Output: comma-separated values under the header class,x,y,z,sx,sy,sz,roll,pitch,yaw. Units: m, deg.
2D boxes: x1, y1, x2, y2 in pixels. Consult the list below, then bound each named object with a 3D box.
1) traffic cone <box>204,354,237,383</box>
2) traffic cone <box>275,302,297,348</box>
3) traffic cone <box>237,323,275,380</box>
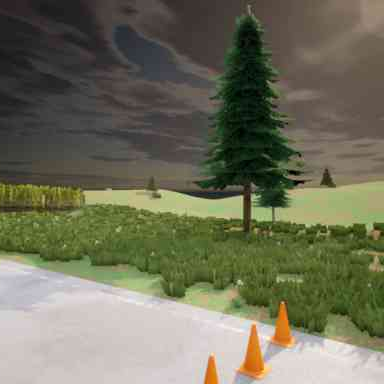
class,x,y,z,sx,sy,sz,roll,pitch,yaw
traffic cone,0.199,1.956,3.391,0.340,0.580,0.340,0,0,36
traffic cone,1.367,1.956,5.014,0.340,0.580,0.340,0,0,36
traffic cone,0.783,1.956,4.203,0.340,0.580,0.340,0,0,36
